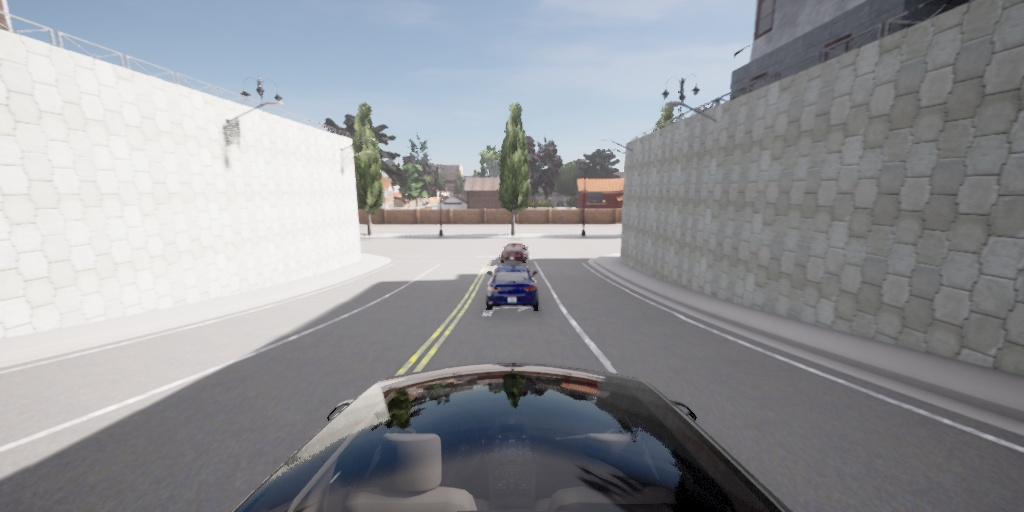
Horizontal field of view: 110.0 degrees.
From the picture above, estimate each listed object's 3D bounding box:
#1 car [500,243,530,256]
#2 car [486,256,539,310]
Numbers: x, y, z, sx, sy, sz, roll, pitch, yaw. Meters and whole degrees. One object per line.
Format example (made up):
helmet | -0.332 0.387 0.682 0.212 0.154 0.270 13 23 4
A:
car | 0.297 -0.320 27.825 1.812 1.442 4.674 1 8 7
car | 0.023 1.023 13.615 1.812 1.442 4.674 -1 5 1
